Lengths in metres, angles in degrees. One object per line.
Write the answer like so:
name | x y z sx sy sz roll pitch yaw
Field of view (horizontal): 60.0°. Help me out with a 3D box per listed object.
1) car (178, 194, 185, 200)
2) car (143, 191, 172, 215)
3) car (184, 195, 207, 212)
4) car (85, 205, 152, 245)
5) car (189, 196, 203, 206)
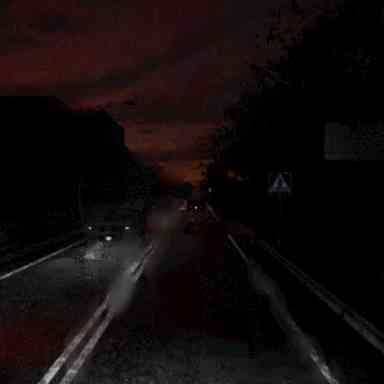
car | -2.161 1.138 76.672 1.812 1.442 4.674 0 0 1
car | -2.978 0.941 29.800 2.150 2.045 5.566 0 1 1
car | 0.415 1.195 34.242 1.837 1.490 4.892 0 1 1
car | -3.184 1.476 14.956 1.895 1.301 4.718 0 0 1
car | 0.611 1.192 46.488 1.895 1.301 4.718 0 0 1
